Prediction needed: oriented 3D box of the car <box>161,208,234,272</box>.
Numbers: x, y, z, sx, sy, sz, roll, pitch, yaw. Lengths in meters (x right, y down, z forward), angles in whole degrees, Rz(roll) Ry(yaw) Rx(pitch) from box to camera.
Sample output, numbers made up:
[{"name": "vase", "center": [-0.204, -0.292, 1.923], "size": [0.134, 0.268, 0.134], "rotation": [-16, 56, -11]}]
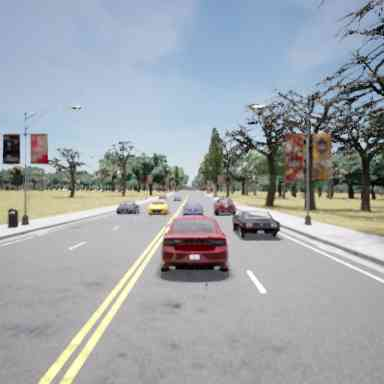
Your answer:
[{"name": "car", "center": [0.079, 1.508, 10.977], "size": [1.882, 1.535, 5.008], "rotation": [0, 0, 0]}]

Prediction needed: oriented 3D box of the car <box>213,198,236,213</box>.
[{"name": "car", "center": [3.341, 1.426, 34.846], "size": [2.097, 1.767, 4.553], "rotation": [0, 0, 0]}]

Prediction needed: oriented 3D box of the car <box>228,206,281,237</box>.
[{"name": "car", "center": [3.345, 1.648, 18.264], "size": [1.895, 1.301, 4.718], "rotation": [0, 0, 0]}]

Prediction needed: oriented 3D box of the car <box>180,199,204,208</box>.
[{"name": "car", "center": [0.092, 1.615, 30.352], "size": [2.033, 1.411, 5.357], "rotation": [0, 0, 0]}]

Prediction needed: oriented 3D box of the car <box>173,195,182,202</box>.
[{"name": "car", "center": [-3.262, 1.495, 75.188], "size": [2.033, 1.411, 5.357], "rotation": [0, 1, 0]}]

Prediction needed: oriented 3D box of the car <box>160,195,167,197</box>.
[{"name": "car", "center": [-6.512, 1.456, 75.187], "size": [1.837, 1.490, 4.892], "rotation": [0, 1, 0]}]

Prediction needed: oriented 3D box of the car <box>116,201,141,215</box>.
[{"name": "car", "center": [-6.603, 1.637, 34.726], "size": [1.994, 1.385, 4.181], "rotation": [0, 0, 0]}]

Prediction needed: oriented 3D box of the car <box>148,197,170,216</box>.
[{"name": "car", "center": [-3.353, 1.550, 34.055], "size": [1.882, 1.535, 5.008], "rotation": [0, 0, 0]}]
